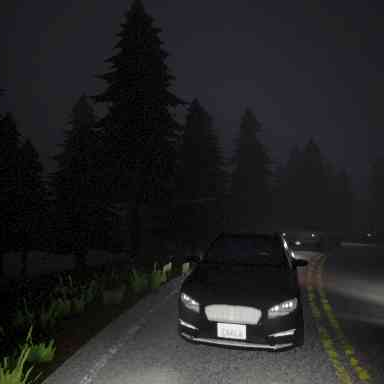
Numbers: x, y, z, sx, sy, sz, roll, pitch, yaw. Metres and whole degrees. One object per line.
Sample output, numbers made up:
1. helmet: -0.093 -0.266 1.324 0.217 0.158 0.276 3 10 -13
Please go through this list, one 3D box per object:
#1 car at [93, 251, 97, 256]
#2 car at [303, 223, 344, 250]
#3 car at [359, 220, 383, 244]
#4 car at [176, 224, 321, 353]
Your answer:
1. car: -20.286 13.650 72.958 4.181 1.381 1.994 -2 -5 31
2. car: 6.482 2.307 17.674 1.895 1.301 4.718 -3 -6 39
3. car: 15.807 3.222 26.446 5.566 2.045 2.150 8 -8 -28
4. car: 1.131 1.561 6.596 2.128 1.511 4.902 -1 -2 15
